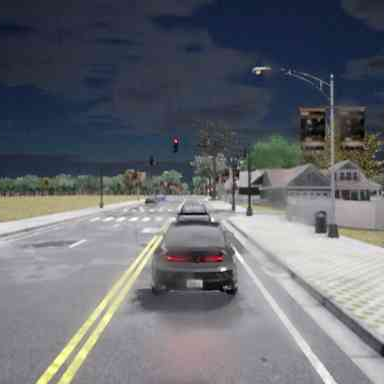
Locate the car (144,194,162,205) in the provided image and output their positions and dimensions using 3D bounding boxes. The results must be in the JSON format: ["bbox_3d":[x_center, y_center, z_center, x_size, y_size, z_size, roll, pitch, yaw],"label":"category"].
[{"bbox_3d":[-6.625,1.344,54.796,2.033,1.411,5.357,0,0,0],"label":"car"}]

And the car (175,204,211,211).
[{"bbox_3d":[0.060,1.429,18.964,2.128,1.511,4.902,0,0,-2],"label":"car"}]

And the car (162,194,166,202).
[{"bbox_3d":[-6.555,1.219,70.243,1.882,1.535,5.008,0,0,0],"label":"car"}]

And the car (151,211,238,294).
[{"bbox_3d":[0.076,1.476,8.696,1.837,1.490,4.892,0,0,1],"label":"car"}]
